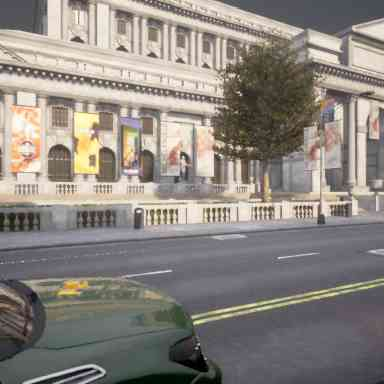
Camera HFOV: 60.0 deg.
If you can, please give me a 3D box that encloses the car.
[{"bbox_3d":[-2.414,1.222,1.839,5.566,2.045,2.150,0,0,-36],"label":"car"}]
